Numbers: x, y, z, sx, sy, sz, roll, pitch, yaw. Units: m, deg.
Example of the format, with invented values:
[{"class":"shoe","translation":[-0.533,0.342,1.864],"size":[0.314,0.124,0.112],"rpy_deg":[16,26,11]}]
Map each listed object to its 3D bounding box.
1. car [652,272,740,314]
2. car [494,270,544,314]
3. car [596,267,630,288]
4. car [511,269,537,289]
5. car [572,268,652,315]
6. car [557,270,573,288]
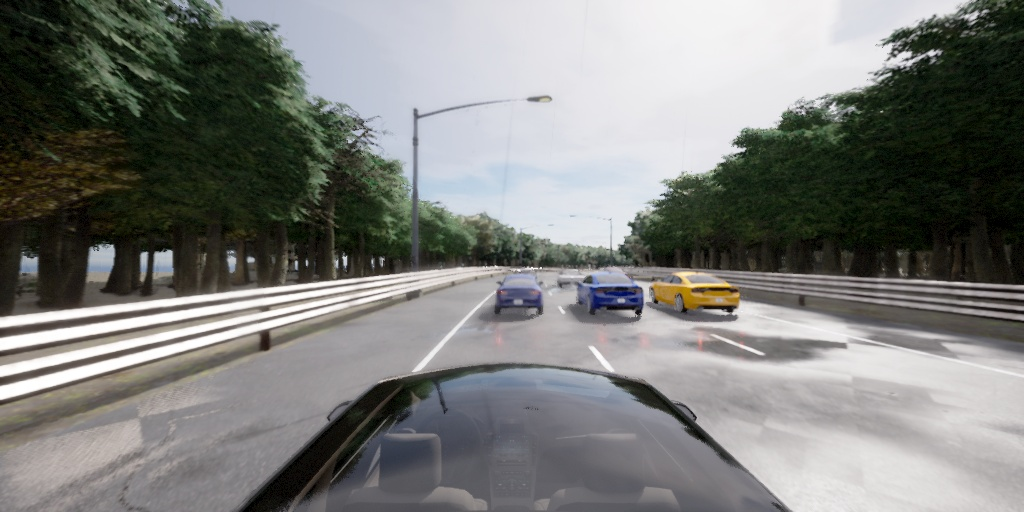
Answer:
[{"class":"car","translation":[7.350,1.420,14.992],"size":[1.882,1.535,5.008],"rpy_deg":[0,-1,3]},{"class":"car","translation":[0.332,1.461,14.752],"size":[1.812,1.442,4.674],"rpy_deg":[0,-1,3]},{"class":"car","translation":[8.133,1.679,29.186],"size":[1.812,1.442,4.674],"rpy_deg":[0,-1,5]},{"class":"car","translation":[1.037,1.740,28.351],"size":[1.895,1.301,4.718],"rpy_deg":[0,-1,5]},{"class":"car","translation":[3.831,1.414,14.665],"size":[1.882,1.535,5.008],"rpy_deg":[0,-1,3]},{"class":"car","translation":[4.531,1.736,28.131],"size":[1.895,1.301,4.718],"rpy_deg":[0,-1,5]}]
